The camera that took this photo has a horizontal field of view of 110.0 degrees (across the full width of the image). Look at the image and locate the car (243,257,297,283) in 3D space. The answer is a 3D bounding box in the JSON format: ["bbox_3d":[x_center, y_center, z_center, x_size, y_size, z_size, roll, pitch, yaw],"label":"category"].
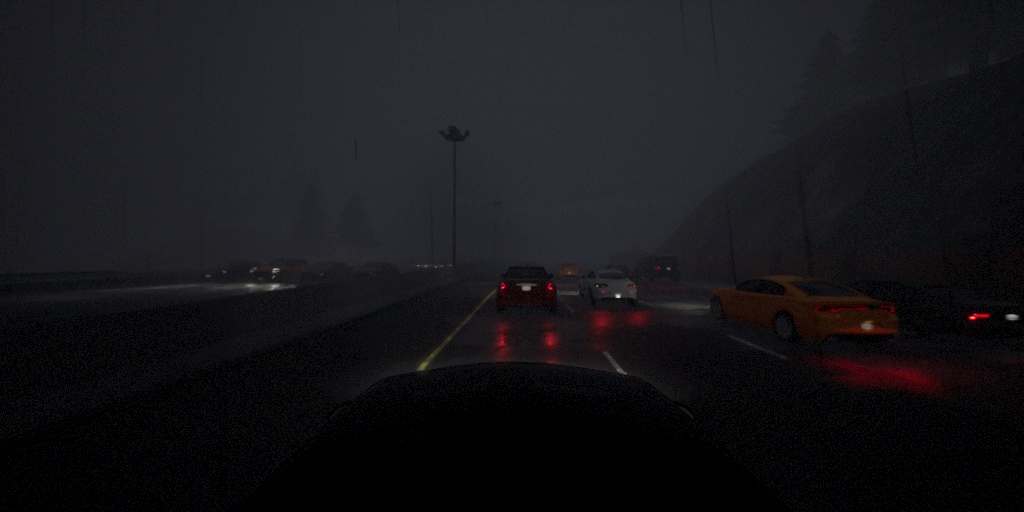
[{"bbox_3d":[-16.613,0.962,26.090,2.097,1.767,4.553,0,0,3],"label":"car"}]

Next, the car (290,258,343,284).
[{"bbox_3d":[-13.131,1.114,25.654,1.882,1.535,5.008,0,0,3],"label":"car"}]

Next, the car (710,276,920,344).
[{"bbox_3d":[7.395,1.276,9.821,1.882,1.535,5.008,0,0,3],"label":"car"}]

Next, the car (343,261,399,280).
[{"bbox_3d":[-9.635,1.140,25.517,1.882,1.535,5.008,0,0,3],"label":"car"}]

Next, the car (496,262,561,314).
[{"bbox_3d":[0.577,1.097,14.075,2.097,1.767,4.553,0,0,3],"label":"car"}]

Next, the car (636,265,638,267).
[{"bbox_3d":[8.216,1.391,28.746,1.895,1.301,4.718,0,0,3],"label":"car"}]

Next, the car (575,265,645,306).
[{"bbox_3d":[4.164,1.296,16.004,1.812,1.442,4.674,0,0,3],"label":"car"}]

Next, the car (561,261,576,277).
[{"bbox_3d":[4.856,1.240,32.044,1.882,1.535,5.008,0,0,3],"label":"car"}]

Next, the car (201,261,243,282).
[{"bbox_3d":[-20.106,1.076,26.331,2.128,1.511,4.902,0,0,3],"label":"car"}]

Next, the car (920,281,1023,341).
[{"bbox_3d":[10.921,1.371,10.253,2.033,1.411,5.357,0,0,3],"label":"car"}]

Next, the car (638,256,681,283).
[{"bbox_3d":[11.744,1.037,29.242,2.150,2.045,5.566,0,0,3],"label":"car"}]
